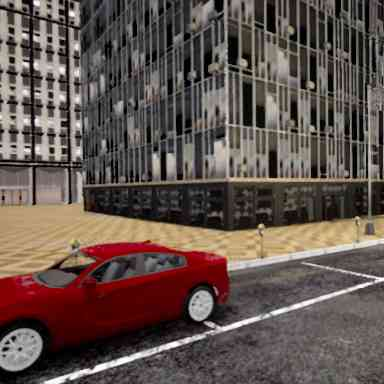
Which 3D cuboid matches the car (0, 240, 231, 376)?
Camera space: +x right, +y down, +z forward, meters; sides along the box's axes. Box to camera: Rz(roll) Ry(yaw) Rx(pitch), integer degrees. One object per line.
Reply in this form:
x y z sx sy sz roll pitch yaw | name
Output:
-1.382 1.549 5.551 4.507 1.381 1.887 0 -1 -35 | car
